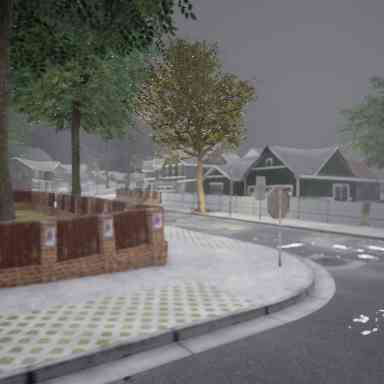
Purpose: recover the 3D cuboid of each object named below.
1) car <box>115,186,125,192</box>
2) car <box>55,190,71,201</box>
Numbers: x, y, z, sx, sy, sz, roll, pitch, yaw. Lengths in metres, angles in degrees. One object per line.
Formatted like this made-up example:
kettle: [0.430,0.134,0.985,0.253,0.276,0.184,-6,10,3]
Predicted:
car: [-19.841,-0.663,91.476,1.812,1.442,4.674,1,2,-1]
car: [-18.164,0.551,46.954,1.837,1.490,4.892,1,1,-31]
